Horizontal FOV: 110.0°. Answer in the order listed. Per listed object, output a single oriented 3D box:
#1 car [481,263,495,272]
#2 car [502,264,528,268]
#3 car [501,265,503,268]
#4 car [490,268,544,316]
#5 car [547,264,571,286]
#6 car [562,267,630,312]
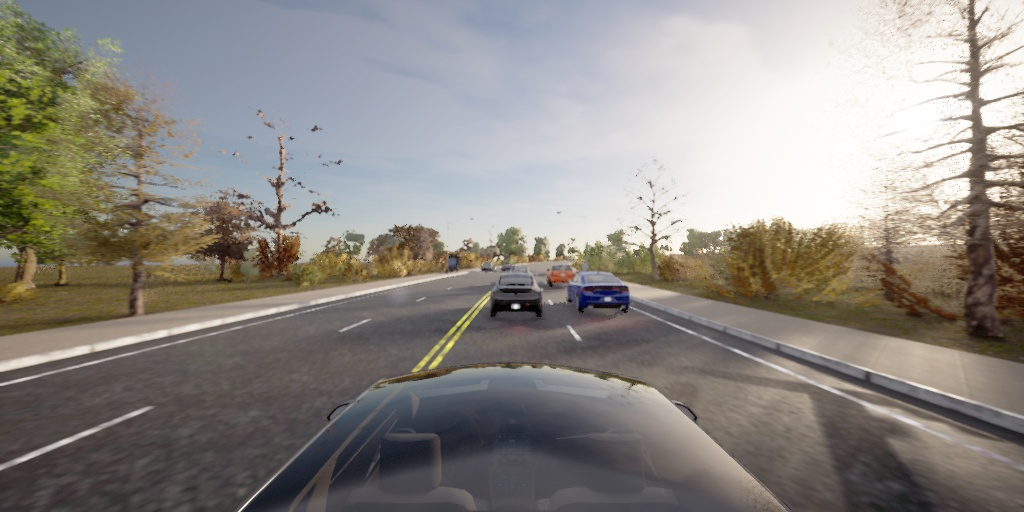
[{"bbox_3d":[-3.998,1.939,59.976,1.837,1.490,4.892,0,-1,5],"label":"car"},{"bbox_3d":[0.657,1.583,29.022,2.128,1.511,4.902,0,-1,3],"label":"car"},{"bbox_3d":[-0.762,1.993,59.682,1.994,1.385,4.181,0,-1,5],"label":"car"},{"bbox_3d":[0.196,1.417,14.119,1.837,1.490,4.892,0,0,2],"label":"car"},{"bbox_3d":[3.904,1.440,28.855,2.097,1.767,4.553,0,-1,3],"label":"car"},{"bbox_3d":[3.481,1.403,15.208,1.882,1.535,5.008,0,0,2],"label":"car"}]
